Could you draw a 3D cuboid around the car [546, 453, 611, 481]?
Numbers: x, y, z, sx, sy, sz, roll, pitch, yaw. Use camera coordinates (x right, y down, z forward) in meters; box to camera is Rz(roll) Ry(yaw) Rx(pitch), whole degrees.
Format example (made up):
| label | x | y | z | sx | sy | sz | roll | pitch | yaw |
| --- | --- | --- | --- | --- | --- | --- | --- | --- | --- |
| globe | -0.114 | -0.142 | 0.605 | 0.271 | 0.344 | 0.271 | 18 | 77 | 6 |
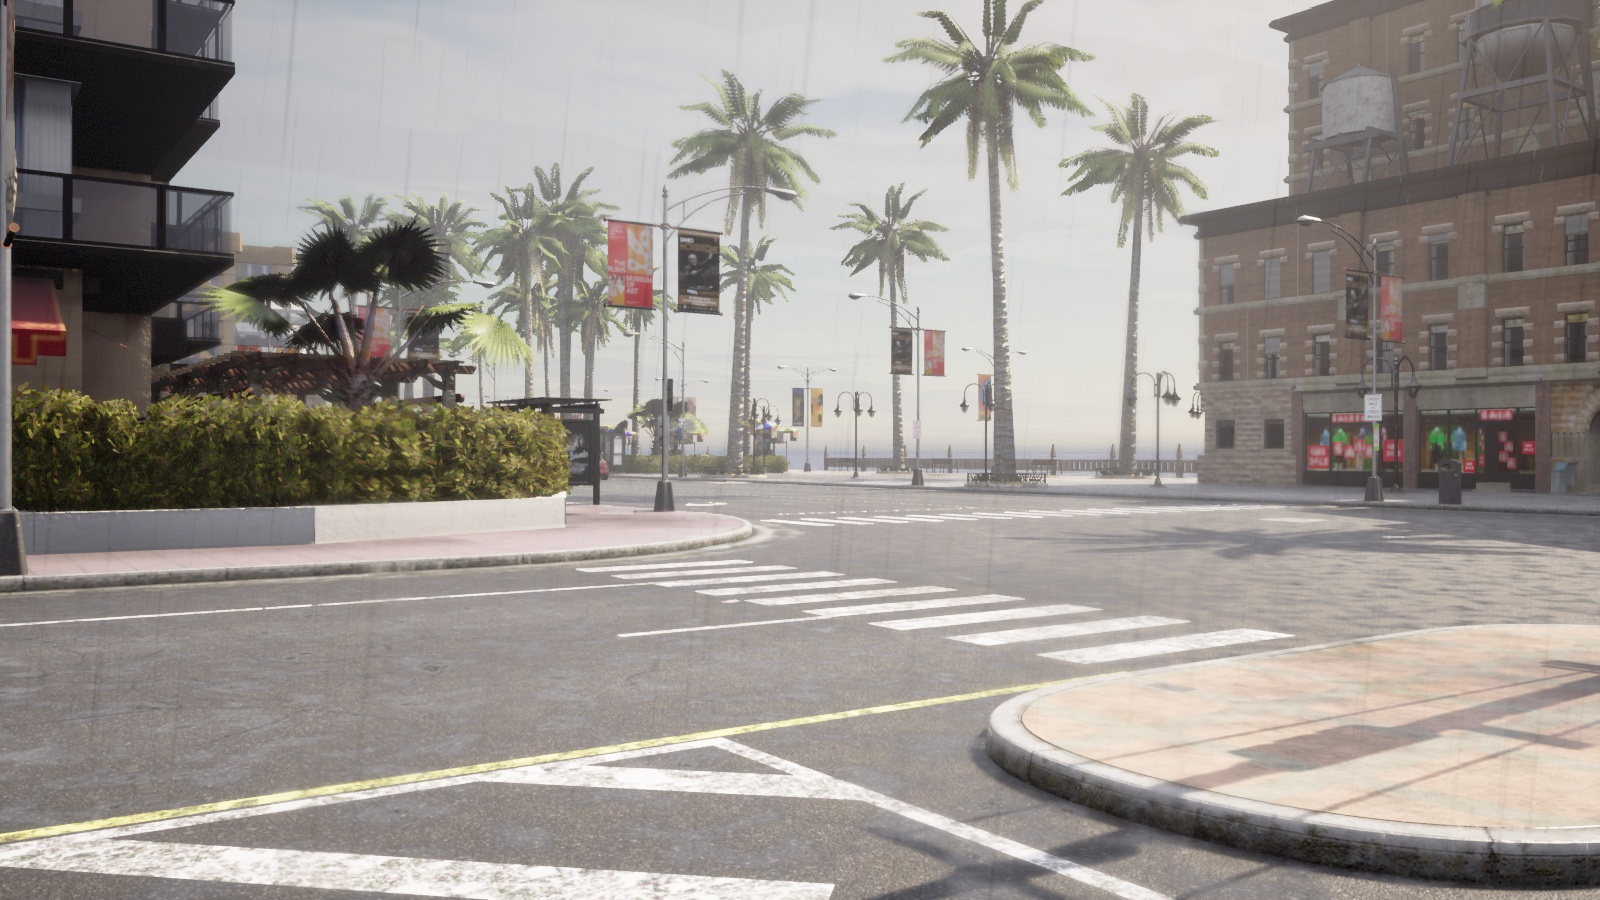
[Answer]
| label | x | y | z | sx | sy | sz | roll | pitch | yaw |
| --- | --- | --- | --- | --- | --- | --- | --- | --- | --- |
| car | -12.069 | 0.903 | 68.355 | 1.970 | 1.475 | 3.806 | 0 | 0 | -37 |
